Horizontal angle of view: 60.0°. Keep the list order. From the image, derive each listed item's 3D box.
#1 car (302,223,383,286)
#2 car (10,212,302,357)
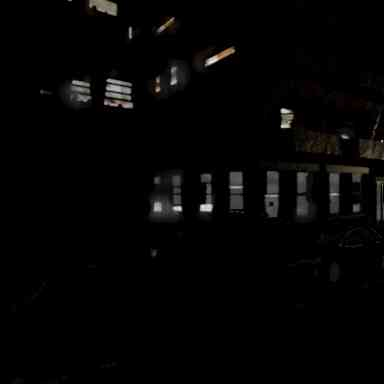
[{"bbox_3d":[4.058,1.599,9.473,4.403,1.369,2.008,0,-1,-35],"label":"car"},{"bbox_3d":[-0.495,1.332,6.209,5.009,1.841,2.192,0,-1,-35],"label":"car"}]
